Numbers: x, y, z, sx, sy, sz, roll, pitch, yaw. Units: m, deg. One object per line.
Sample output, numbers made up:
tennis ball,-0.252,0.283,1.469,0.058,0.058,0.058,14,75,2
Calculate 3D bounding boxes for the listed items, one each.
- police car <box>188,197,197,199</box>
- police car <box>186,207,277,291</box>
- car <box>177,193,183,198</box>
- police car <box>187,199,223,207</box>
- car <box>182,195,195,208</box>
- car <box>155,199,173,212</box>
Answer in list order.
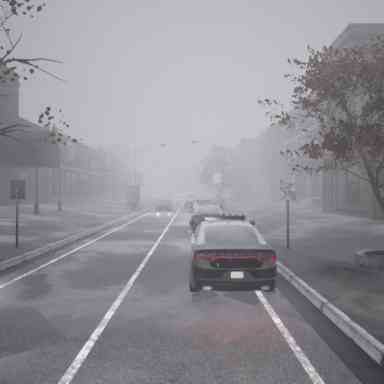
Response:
police car,0.838,1.428,25.117,1.930,1.638,5.238,0,0,0
police car,0.879,1.426,9.116,1.930,1.638,5.238,0,0,0
car,-3.240,1.029,95.204,1.882,1.535,5.008,0,0,0
police car,0.853,1.428,19.117,1.930,1.638,5.238,0,0,0
car,-0.101,1.507,46.698,1.812,1.442,4.674,0,0,0
car,-3.197,1.546,39.024,2.033,1.411,5.357,0,0,0
